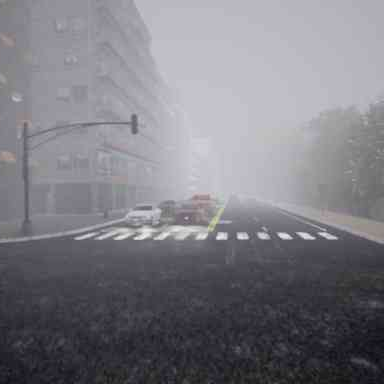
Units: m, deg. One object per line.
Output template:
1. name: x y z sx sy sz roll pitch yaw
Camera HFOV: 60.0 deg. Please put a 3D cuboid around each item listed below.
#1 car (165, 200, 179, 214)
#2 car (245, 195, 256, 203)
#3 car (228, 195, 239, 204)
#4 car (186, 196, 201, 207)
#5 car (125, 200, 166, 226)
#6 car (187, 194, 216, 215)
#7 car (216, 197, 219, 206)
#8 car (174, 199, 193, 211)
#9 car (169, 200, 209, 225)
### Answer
1. car: -2.328 1.535 33.426 1.882 1.535 5.008 -1 0 7
2. car: 11.304 1.373 64.169 2.128 1.511 4.902 -1 0 7
3. car: 8.058 1.283 64.420 2.097 1.767 4.553 -1 0 7
4. car: 0.288 1.516 54.468 1.882 1.535 5.008 -1 0 7
5. car: -3.432 1.592 24.305 1.812 1.442 4.674 -1 0 7
6. car: 0.987 1.228 33.812 2.150 2.045 5.566 -1 0 7
7. car: 2.221 1.523 43.872 1.812 1.442 4.674 -1 0 7
8. car: -1.079 1.649 43.643 1.895 1.301 4.718 -1 0 7
9. car: -0.124 1.580 24.521 1.994 1.385 4.181 -1 0 8
